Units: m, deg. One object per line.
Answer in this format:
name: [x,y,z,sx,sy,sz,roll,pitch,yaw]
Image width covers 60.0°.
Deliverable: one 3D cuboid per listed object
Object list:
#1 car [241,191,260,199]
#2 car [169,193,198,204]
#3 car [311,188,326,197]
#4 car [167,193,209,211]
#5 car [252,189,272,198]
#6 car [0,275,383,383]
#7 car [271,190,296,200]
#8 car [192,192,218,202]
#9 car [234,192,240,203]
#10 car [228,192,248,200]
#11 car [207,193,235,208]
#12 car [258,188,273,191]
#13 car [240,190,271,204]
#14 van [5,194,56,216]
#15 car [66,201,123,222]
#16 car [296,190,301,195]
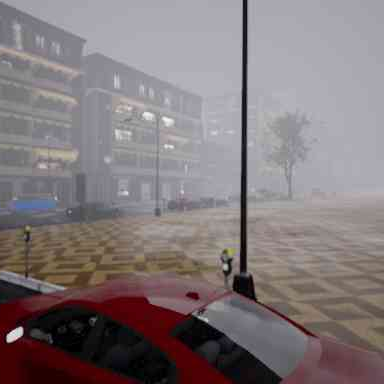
car: [11.513,0.523,65.158,1.752,1.417,4.829,2,2,35]
car: [-1.111,0.907,47.013,1.947,1.339,4.313,2,2,35]
car: [28.755,0.007,75.805,2.150,2.045,5.566,1,1,35]
car: [-0.593,1.130,33.083,1.887,1.381,4.507,2,2,35]
car: [14.793,0.224,69.864,2.192,1.841,5.009,2,2,35]
car: [-0.594,1.544,3.291,4.507,1.381,1.887,0,0,36]
car: [15.407,0.673,56.081,1.752,1.417,4.829,2,2,35]
car: [2.069,0.805,51.584,2.008,1.369,4.403,2,2,35]
car: [7.039,0.787,48.680,2.128,1.511,4.902,1,1,34]
car: [8.430,0.647,60.728,1.947,1.339,4.313,2,2,35]
car: [2.588,1.049,37.655,2.008,1.369,4.403,2,2,35]
car: [12.914,0.355,57.224,2.150,2.045,5.566,1,1,35]
car: [8.948,0.875,46.798,2.008,1.369,4.403,2,2,35]
van: [-13.829,1.033,28.721,1.690,1.788,3.998,2,2,35]
car: [-6.952,1.327,23.941,1.947,1.339,4.313,2,2,35]
car: [27.511,0.112,88.156,1.887,1.381,4.507,2,2,35]
